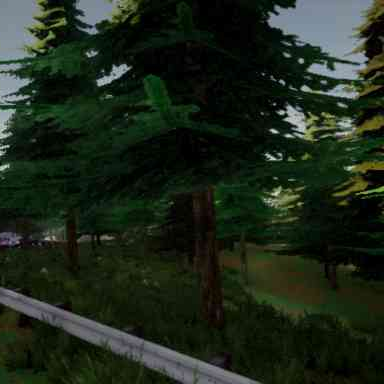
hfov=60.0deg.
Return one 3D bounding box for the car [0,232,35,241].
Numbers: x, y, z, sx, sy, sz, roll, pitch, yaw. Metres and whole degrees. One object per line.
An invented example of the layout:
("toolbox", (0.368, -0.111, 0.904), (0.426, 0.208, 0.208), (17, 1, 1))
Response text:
("car", (-16.427, 4.947, 32.407), (2.033, 1.411, 5.357), (-4, -7, -4))
